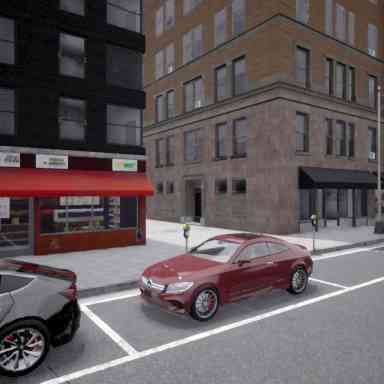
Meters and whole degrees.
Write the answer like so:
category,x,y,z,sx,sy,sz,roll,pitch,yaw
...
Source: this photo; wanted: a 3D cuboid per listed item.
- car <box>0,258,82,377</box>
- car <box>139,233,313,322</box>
category,x,y,z,sx,sy,sz,roll,pitch,yaw
car,-3.566,1.566,3.991,4.313,1.339,1.947,0,0,-35
car,0.915,1.582,7.183,4.206,1.307,1.802,0,0,-35
